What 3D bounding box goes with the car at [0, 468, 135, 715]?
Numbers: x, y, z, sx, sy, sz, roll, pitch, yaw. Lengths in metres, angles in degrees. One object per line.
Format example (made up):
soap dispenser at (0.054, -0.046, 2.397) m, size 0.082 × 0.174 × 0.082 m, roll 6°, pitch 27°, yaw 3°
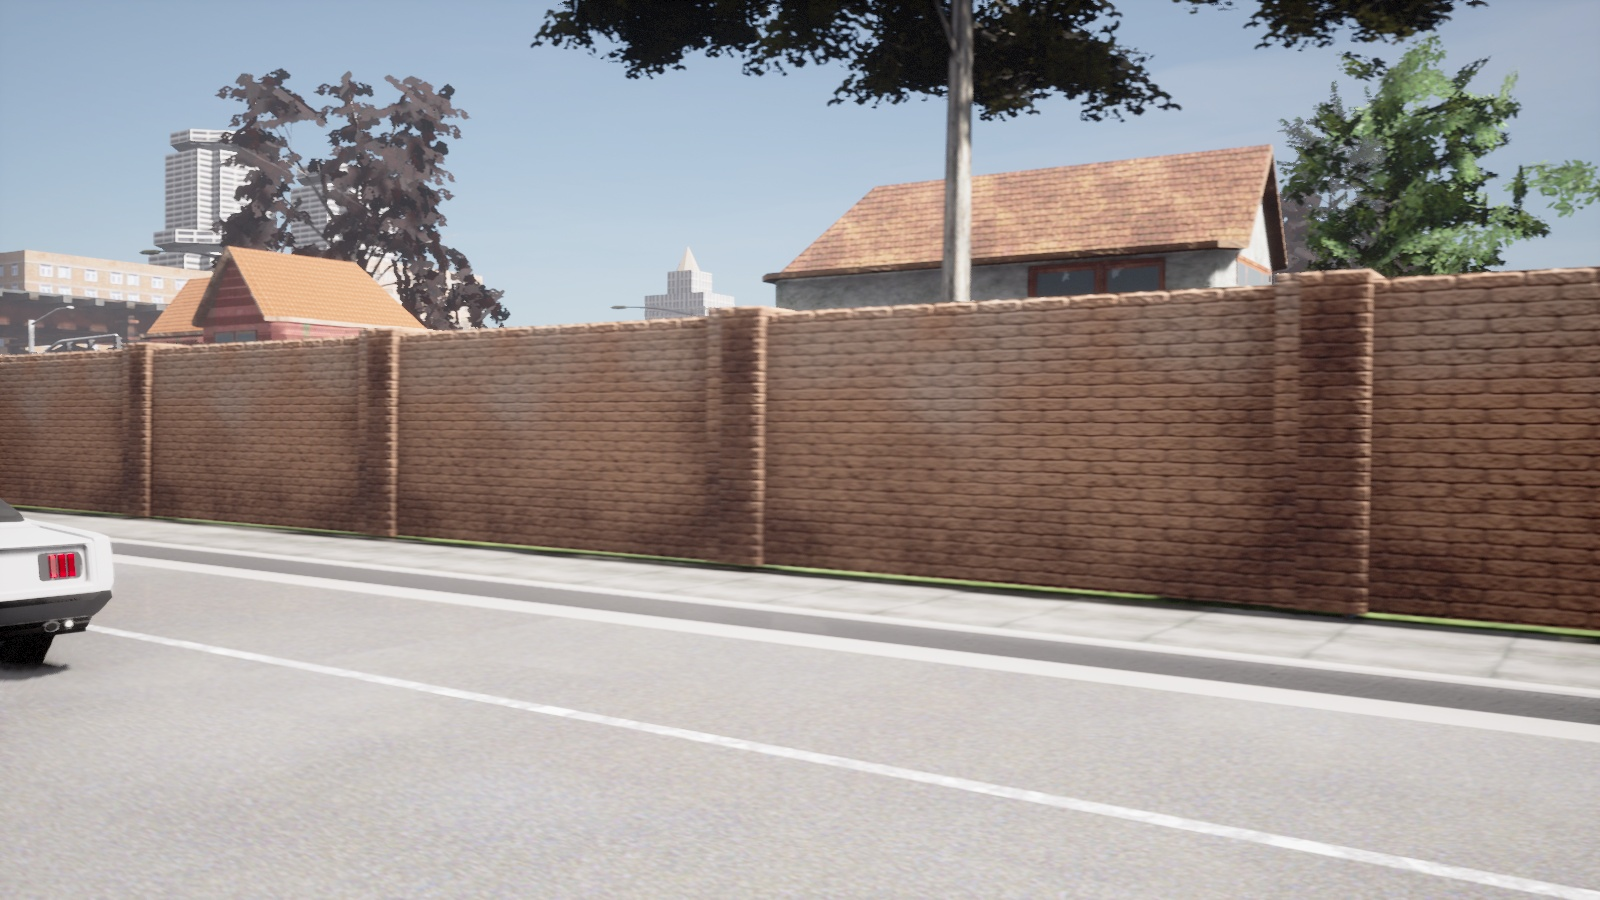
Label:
car at (-6.398, 0.782, 7.878) m, size 4.718 × 1.301 × 1.895 m, roll 0°, pitch 1°, yaw 34°
